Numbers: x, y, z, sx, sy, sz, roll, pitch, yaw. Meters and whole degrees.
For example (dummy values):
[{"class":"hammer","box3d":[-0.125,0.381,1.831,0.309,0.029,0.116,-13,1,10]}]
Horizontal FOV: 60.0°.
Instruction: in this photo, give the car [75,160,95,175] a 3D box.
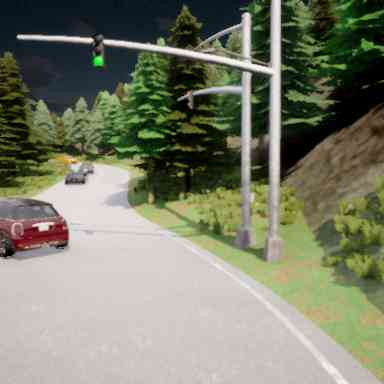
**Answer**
[{"class":"car","box3d":[-14.287,-3.250,45.364,2.128,1.511,4.902,-2,10,-14]}]

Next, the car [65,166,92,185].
[{"class":"car","box3d":[-12.226,-1.613,35.435,1.994,1.385,4.181,-1,9,-10]}]

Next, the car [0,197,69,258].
[{"class":"car","box3d":[-6.417,0.968,11.808,4.553,1.767,2.097,7,5,36]}]

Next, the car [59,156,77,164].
[{"class":"car","box3d":[-22.499,-5.812,60.461,1.882,1.535,5.008,-5,11,-44]}]
